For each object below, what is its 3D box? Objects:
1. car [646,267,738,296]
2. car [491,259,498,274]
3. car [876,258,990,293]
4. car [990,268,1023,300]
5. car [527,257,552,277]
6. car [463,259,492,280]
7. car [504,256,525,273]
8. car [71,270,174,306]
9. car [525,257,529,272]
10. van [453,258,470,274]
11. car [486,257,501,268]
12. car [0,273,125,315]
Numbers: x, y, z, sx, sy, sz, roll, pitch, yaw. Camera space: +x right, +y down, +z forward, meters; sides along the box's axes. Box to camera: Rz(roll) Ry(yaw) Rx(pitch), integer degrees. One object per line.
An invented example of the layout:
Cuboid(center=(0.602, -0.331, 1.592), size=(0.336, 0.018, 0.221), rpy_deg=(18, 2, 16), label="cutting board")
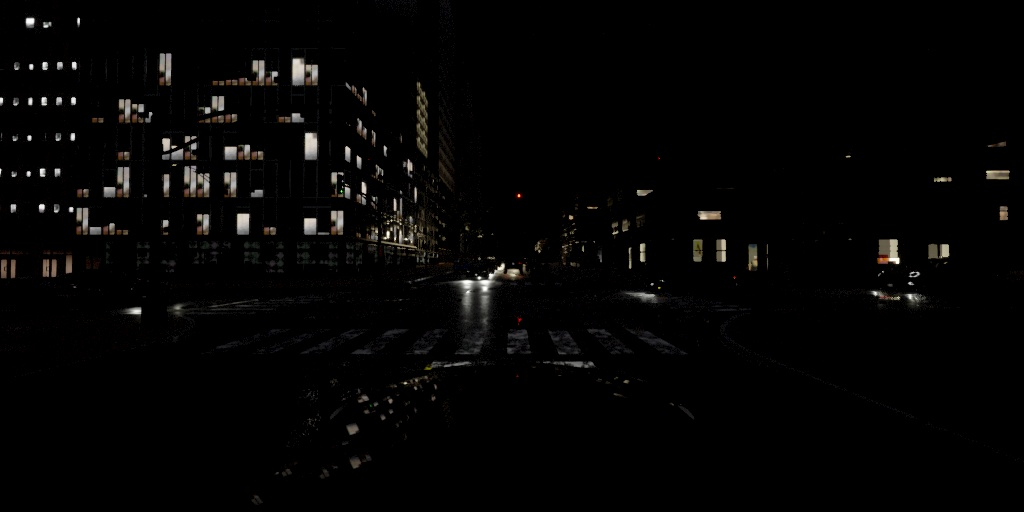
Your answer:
Cuboid(center=(9.143, 1.238, 18.390), size=(4.181, 1.385, 1.994), rpy_deg=(-1, -1, -3), label="car")
Cuboid(center=(-3.025, 1.319, 42.036), size=(1.994, 1.385, 4.181), rpy_deg=(0, 0, 0), label="car")
Cuboid(center=(21.823, 0.912, 18.542), size=(4.553, 1.767, 2.097), rpy_deg=(0, -1, 1), label="car")
Cuboid(center=(20.709, 0.994, 12.751), size=(4.829, 1.417, 1.751), rpy_deg=(0, 0, 1), label="car")
Cuboid(center=(2.751, 1.194, 34.988), size=(1.967, 1.591, 4.097), rpy_deg=(0, 0, 0), label="car")
Cuboid(center=(-3.019, 1.280, 32.087), size=(1.812, 1.442, 4.674), rpy_deg=(0, 0, -1), label="car")
Cuboid(center=(0.172, 0.977, 44.246), size=(2.150, 2.045, 5.566), rpy_deg=(0, 0, 0), label="car")
Cuboid(center=(-17.868, 1.359, 15.798), size=(5.008, 1.535, 1.882), rpy_deg=(-1, -1, 1), label="car")
Cuboid(center=(2.772, 1.070, 46.336), size=(2.192, 1.841, 5.009), rpy_deg=(0, 0, 0), label="car")
Cuboid(center=(-5.619, 1.096, 40.639), size=(1.690, 1.789, 3.998), rpy_deg=(0, 0, 0), label="van")
Cuboid(center=(-3.005, 1.303, 52.316), size=(2.033, 1.411, 5.357), rpy_deg=(0, 0, 0), label="car")
Cuboid(center=(-17.399, 1.412, 13.186), size=(4.207, 1.307, 1.802), rpy_deg=(0, 0, 1), label="car")
